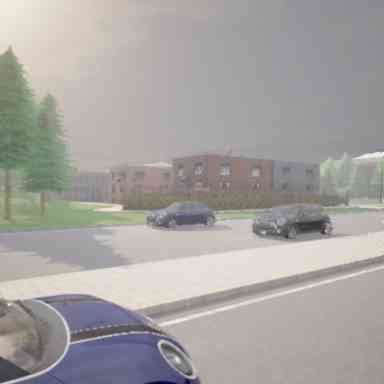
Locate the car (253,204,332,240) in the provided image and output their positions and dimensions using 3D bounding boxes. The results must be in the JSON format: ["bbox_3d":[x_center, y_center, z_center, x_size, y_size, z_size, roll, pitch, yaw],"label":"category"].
[{"bbox_3d":[5.346,1.424,17.624,4.553,1.767,2.097,0,0,-35],"label":"car"}]

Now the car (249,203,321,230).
[{"bbox_3d":[6.379,1.583,22.654,4.902,1.511,2.128,0,0,-35],"label":"car"}]

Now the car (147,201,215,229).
[{"bbox_3d":[-0.702,1.413,21.911,4.553,1.767,2.097,0,0,-35],"label":"car"}]

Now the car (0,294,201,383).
[{"bbox_3d":[-2.097,1.350,2.246,4.553,1.767,2.097,0,0,-36],"label":"car"}]
